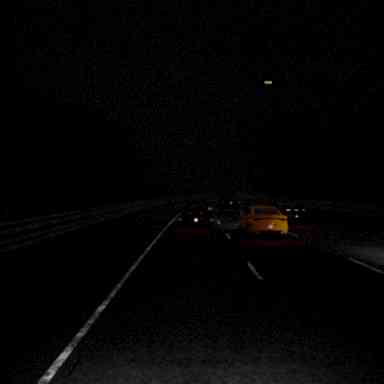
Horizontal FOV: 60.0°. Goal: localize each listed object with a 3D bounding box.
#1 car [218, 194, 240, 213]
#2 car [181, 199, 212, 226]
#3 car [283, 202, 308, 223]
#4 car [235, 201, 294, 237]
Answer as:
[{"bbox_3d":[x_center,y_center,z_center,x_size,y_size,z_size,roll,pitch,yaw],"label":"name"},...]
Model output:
[{"bbox_3d":[4.161,1.222,37.285,2.150,2.045,5.566,0,0,2],"label":"car"},{"bbox_3d":[0.297,1.485,23.213,1.837,1.490,4.892,0,0,1],"label":"car"},{"bbox_3d":[7.345,1.474,25.524,2.128,1.511,4.902,0,0,1],"label":"car"},{"bbox_3d":[3.711,1.458,18.000,1.882,1.535,5.008,0,0,1],"label":"car"}]
